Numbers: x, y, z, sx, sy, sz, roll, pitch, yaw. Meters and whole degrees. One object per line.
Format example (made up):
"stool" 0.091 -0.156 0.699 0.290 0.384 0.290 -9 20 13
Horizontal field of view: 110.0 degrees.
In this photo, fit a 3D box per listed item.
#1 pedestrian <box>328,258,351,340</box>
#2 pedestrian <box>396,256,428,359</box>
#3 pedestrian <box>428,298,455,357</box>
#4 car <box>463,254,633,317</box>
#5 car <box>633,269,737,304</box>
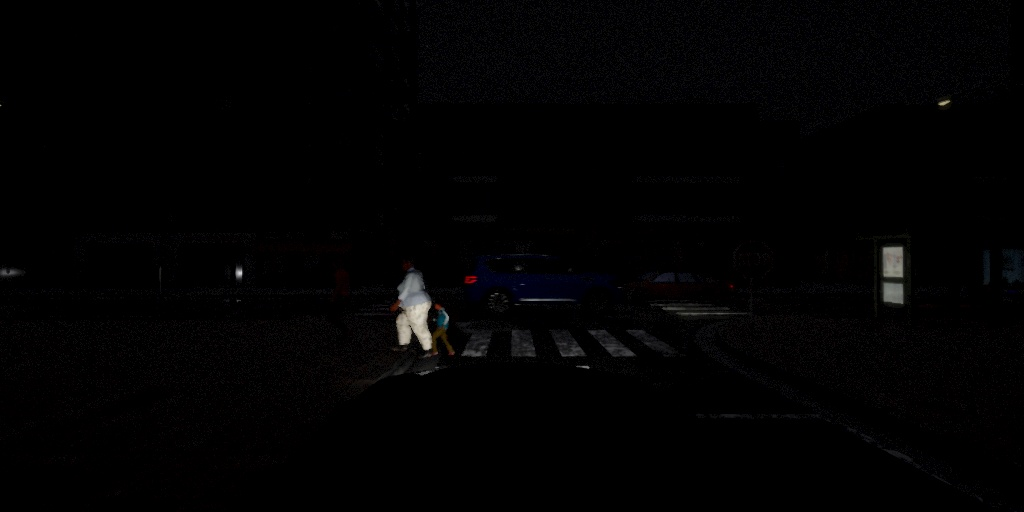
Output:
"pedestrian" -3.692 0.886 7.715 0.375 1.860 0.375 0 0 0
"pedestrian" -1.800 0.893 6.497 0.375 1.860 0.375 0 0 0
"pedestrian" -1.375 1.424 7.092 0.500 1.100 0.500 0 0 0
"car" 1.070 0.956 12.722 5.566 2.045 2.150 0 0 0
"car" 6.740 1.290 15.685 5.357 1.411 2.033 0 0 0
